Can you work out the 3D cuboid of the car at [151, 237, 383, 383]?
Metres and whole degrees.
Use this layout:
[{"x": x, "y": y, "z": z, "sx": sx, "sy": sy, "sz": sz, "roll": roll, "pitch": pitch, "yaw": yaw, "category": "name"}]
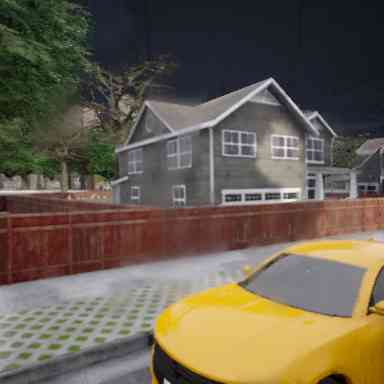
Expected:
[{"x": 1.881, "y": 1.423, "z": 4.291, "sx": 5.008, "sy": 1.535, "sz": 1.882, "roll": -1, "pitch": 1, "yaw": -34, "category": "car"}]
